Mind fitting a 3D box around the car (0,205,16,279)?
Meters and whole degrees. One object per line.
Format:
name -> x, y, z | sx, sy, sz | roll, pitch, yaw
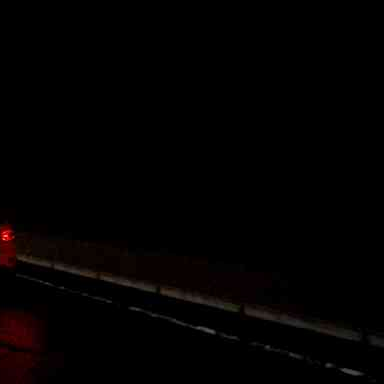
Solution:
car -> -6.706, 1.183, 8.472 | 5.566, 2.045, 2.150 | -1, 0, 36
